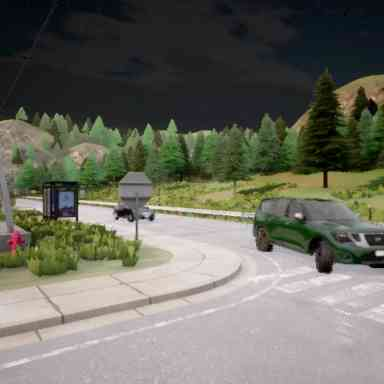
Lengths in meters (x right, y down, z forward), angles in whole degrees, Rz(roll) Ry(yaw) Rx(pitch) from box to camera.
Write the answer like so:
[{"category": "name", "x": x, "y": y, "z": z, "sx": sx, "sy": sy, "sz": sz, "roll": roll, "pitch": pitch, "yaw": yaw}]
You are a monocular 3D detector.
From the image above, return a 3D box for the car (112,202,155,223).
[{"category": "car", "x": -4.579, "y": 1.490, "z": 25.779, "sx": 2.128, "sy": 1.511, "sz": 4.902, "roll": 0, "pitch": 0, "yaw": -34}]

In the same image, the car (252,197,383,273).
[{"category": "car", "x": 4.053, "y": 1.220, "z": 11.167, "sx": 2.150, "sy": 2.045, "sz": 5.566, "roll": 1, "pitch": 0, "yaw": -17}]
